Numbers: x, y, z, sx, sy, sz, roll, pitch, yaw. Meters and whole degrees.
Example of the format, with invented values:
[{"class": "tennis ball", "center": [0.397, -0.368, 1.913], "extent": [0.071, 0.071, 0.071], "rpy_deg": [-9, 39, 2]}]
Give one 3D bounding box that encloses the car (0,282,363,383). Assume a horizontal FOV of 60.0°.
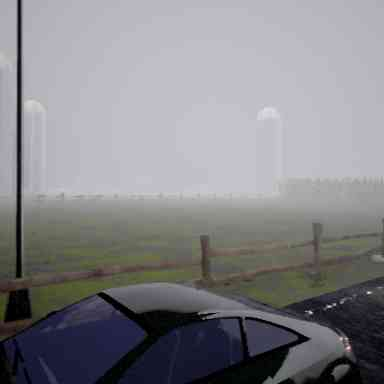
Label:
[{"class": "car", "center": [-0.470, 1.565, 2.697], "extent": [4.181, 1.385, 1.994], "rpy_deg": [0, 0, -35]}]
